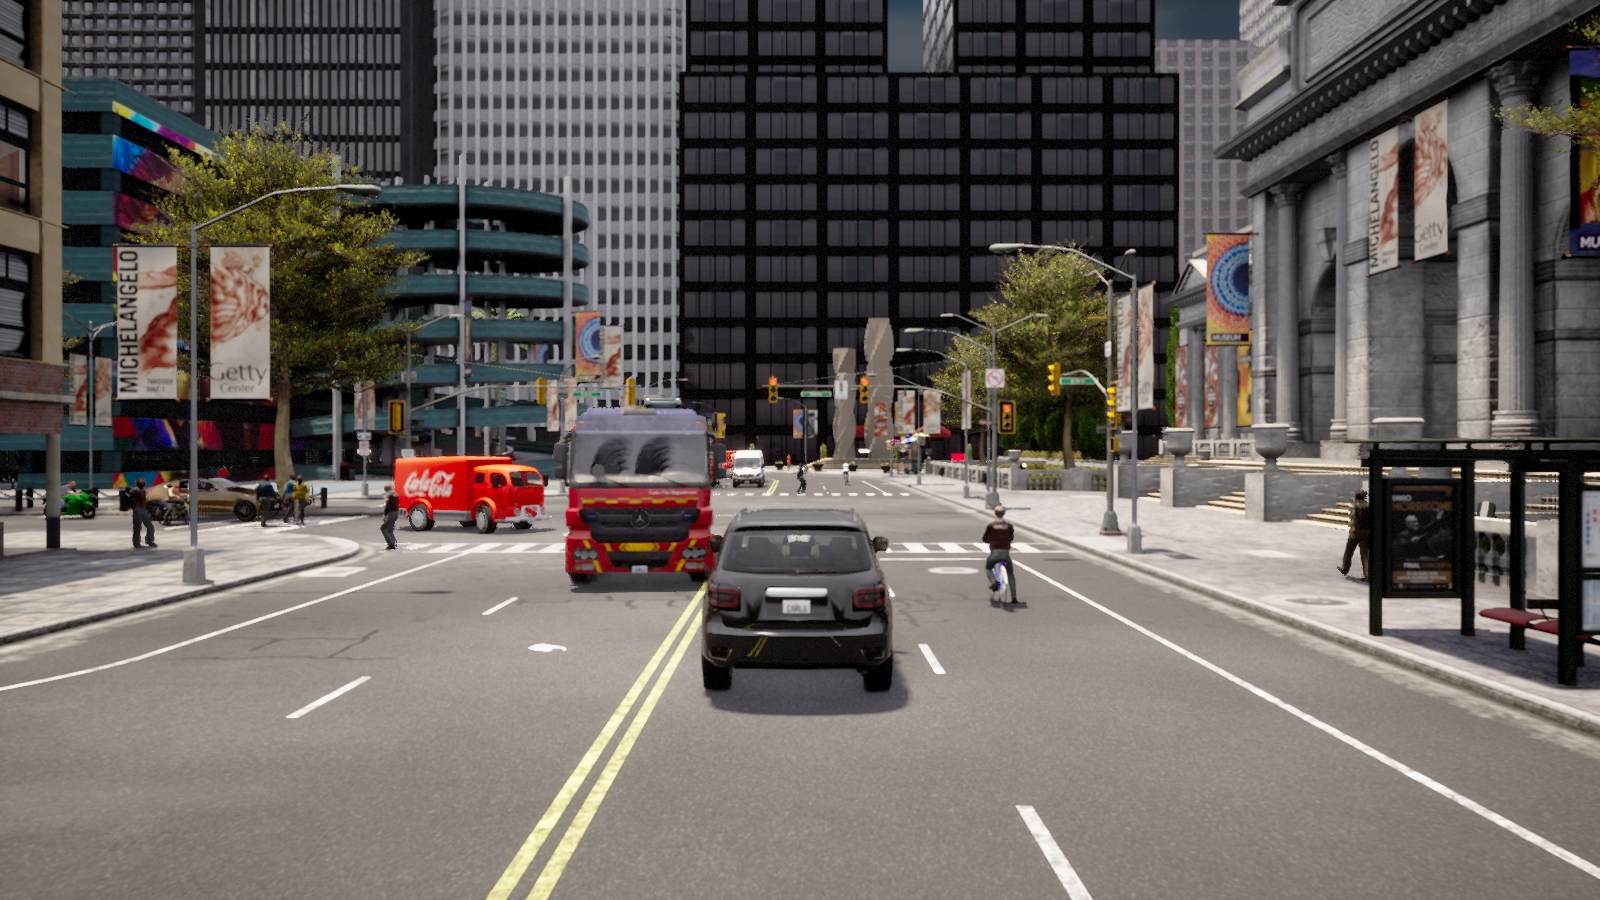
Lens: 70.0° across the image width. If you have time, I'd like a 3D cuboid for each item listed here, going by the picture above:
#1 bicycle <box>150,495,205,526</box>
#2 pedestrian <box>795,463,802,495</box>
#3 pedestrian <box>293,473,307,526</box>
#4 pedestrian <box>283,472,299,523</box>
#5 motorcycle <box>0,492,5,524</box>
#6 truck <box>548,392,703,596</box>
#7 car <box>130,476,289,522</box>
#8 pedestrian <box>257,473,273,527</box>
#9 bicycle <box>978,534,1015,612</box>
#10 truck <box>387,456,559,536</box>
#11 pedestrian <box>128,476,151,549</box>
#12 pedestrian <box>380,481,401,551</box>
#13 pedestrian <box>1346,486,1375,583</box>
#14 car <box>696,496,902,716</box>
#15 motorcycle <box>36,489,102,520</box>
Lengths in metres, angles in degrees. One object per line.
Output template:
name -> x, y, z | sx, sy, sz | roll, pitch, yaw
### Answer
bicycle -> -22.058, 2.141, 40.517 | 1.487, 1.080, 0.859 | 0, 0, 2
pedestrian -> -0.078, 1.662, 66.650 | 0.375, 1.860, 0.375 | 0, 0, 7
pedestrian -> -17.587, 1.734, 40.198 | 0.375, 1.860, 0.375 | 0, 0, -8
pedestrian -> -18.618, 1.730, 41.799 | 0.375, 1.860, 0.375 | 0, 0, 21
motorcycle -> -29.659, 2.099, 40.761 | 2.033, 1.145, 0.803 | -1, 0, 2
truck -> -3.779, 0.816, 25.776 | 2.891, 3.827, 8.468 | 0, 0, -7
car -> -22.705, 1.867, 44.072 | 5.027, 1.651, 2.152 | 0, 0, -1
pedestrian -> -18.561, 1.736, 39.623 | 0.375, 1.860, 0.375 | 0, 0, 5
bicycle -> 3.464, 2.151, 20.208 | 0.329, 1.171, 1.835 | 0, 0, 0
truck -> -10.914, 1.467, 38.122 | 5.204, 2.467, 2.627 | -1, 0, 30
pedestrian -> -17.078, 1.611, 29.542 | 0.375, 1.860, 0.375 | 0, 0, 14
pedestrian -> -10.924, 1.759, 30.497 | 0.375, 1.860, 0.375 | 0, 0, 10
pedestrian -> 10.870, 1.631, 22.151 | 0.375, 1.860, 0.375 | 0, 0, -1
car -> 0.008, 1.735, 14.675 | 2.150, 2.045, 5.566 | 0, 0, 0
motorcycle -> -28.163, 2.088, 44.044 | 2.033, 1.145, 0.803 | 0, 0, 0
